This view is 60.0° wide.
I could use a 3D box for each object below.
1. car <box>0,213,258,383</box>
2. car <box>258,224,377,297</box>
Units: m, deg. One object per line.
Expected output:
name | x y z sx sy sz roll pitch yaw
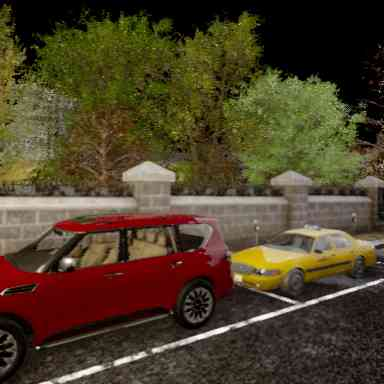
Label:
car | -1.532 1.323 5.455 5.009 1.841 2.192 0 0 -35
car | 2.954 1.558 8.654 4.829 1.417 1.752 0 0 -35
